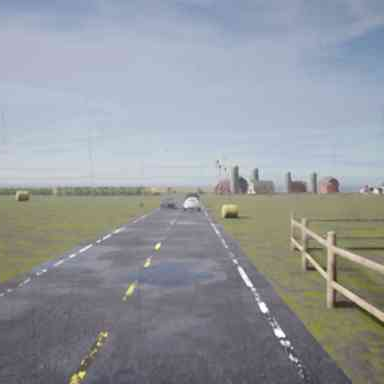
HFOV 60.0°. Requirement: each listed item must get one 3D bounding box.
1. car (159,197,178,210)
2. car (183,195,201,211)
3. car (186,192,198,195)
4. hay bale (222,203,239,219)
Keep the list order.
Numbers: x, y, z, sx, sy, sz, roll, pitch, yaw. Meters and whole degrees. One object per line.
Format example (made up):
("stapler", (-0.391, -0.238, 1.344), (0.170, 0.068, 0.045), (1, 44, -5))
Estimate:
("car", (-2.831, 1.337, 40.693), (1.837, 1.490, 4.892), (0, 0, 0))
("car", (0.034, 1.367, 38.384), (1.812, 1.442, 4.674), (0, 0, 1))
("car", (0.005, 1.022, 48.693), (2.150, 2.045, 5.566), (0, 0, 0))
("hay bale", (3.133, 1.541, 27.345), (1.220, 1.180, 1.240), (1, 1, 0))
